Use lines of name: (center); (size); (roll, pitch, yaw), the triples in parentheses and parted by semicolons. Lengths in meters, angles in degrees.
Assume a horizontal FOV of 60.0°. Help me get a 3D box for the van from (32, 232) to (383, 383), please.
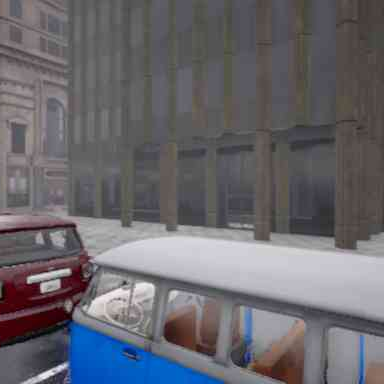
van: (0.742, 1.336, 2.442); (3.998, 1.788, 1.690); (1, 0, 36)

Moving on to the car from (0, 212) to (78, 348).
car: (-3.755, 1.269, 5.652); (5.009, 1.841, 2.192); (1, 0, 36)
